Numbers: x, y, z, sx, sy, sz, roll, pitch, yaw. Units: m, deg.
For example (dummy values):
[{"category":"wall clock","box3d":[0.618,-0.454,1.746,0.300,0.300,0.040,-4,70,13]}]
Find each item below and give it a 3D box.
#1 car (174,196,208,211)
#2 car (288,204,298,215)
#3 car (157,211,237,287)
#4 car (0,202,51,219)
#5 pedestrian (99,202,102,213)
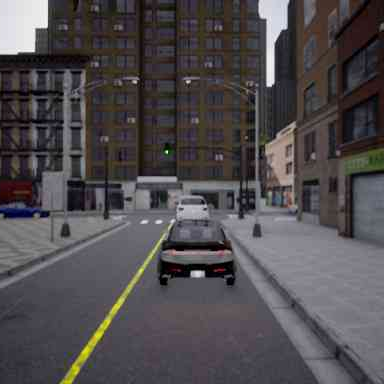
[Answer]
[{"category":"car","box3d":[-0.096,1.312,24.308,2.150,2.045,5.566,0,0,-4]},{"category":"car","box3d":[12.135,1.537,33.849,4.674,1.442,1.812,-1,0,-1]},{"category":"car","box3d":[0.118,1.528,9.444,2.128,1.511,4.902,0,0,0]},{"category":"car","box3d":[-15.410,1.703,30.362,5.008,1.535,1.882,0,0,-2]},{"category":"pedestrian","box3d":[-10.081,1.650,36.660,0.375,1.300,0.375,0,0,-1]}]
